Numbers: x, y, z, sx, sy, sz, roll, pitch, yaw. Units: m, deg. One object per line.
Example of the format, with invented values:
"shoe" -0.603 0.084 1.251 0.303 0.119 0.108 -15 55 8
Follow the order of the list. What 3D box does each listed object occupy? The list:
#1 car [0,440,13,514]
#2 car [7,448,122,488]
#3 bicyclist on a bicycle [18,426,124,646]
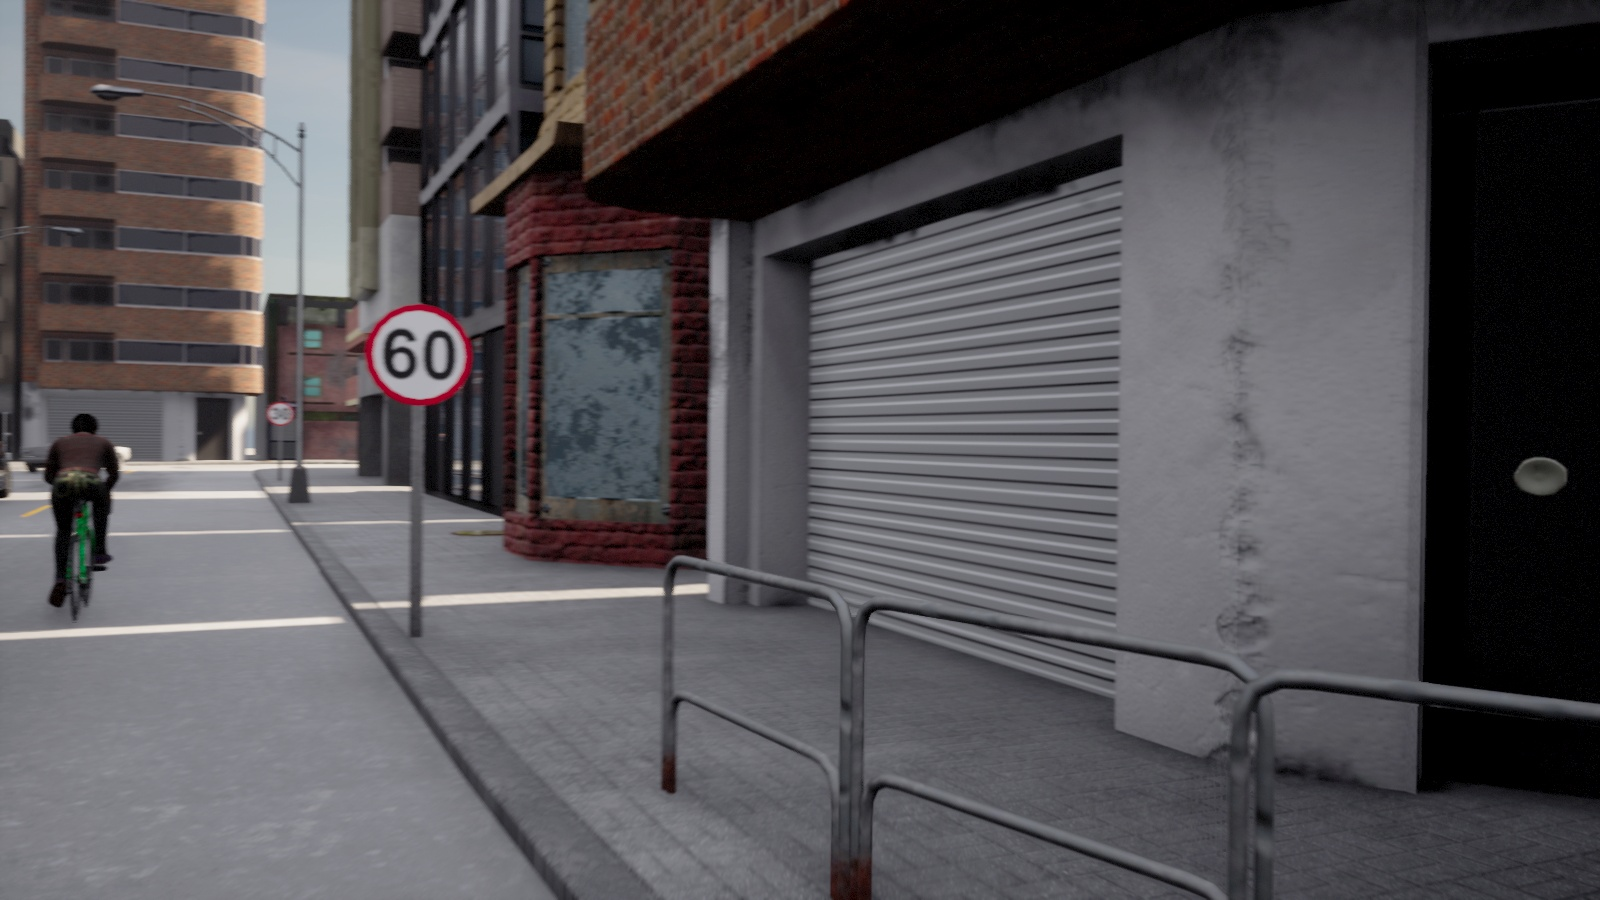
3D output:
"car" -17.304 0.569 25.198 2.007 1.525 4.514 -1 1 -25
"car" -26.051 0.605 44.680 1.895 1.301 4.718 0 1 -8
"bicyclist on a bicycle" -5.832 0.634 10.111 0.582 1.620 1.656 -1 0 -25
